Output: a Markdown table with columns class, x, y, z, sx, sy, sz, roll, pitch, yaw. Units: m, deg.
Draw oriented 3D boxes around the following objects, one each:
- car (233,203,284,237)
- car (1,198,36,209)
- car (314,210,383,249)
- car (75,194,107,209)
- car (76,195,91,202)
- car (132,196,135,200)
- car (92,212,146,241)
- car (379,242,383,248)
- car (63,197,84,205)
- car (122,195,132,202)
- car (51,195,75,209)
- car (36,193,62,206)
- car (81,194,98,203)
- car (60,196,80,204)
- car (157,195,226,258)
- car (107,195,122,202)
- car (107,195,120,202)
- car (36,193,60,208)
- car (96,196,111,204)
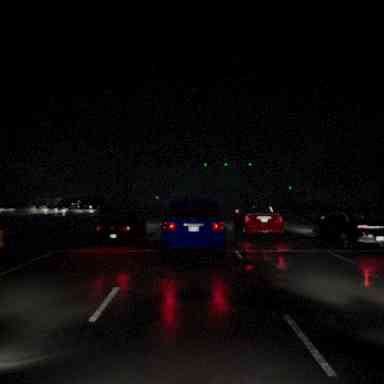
| class | x | y | z | sx | sy | sz | roll | pitch | yaw |
| --- | --- | --- | --- | --- | --- | --- | --- | --- | --- |
| car | 3.528 | 1.392 | 18.395 | 2.097 | 1.767 | 4.553 | 0 | 0 | 0 |
| car | -24.755 | 1.592 | 47.229 | 2.033 | 1.411 | 5.357 | 0 | 0 | 0 |
| car | 7.041 | 1.530 | 14.867 | 2.128 | 1.511 | 4.902 | 0 | 0 | 0 |
| car | -14.280 | 1.263 | 47.449 | 2.150 | 2.045 | 5.566 | 0 | 0 | -1 |
| car | -25.043 | 1.571 | 77.137 | 2.128 | 1.511 | 4.902 | 0 | 0 | -3 |
| car | -14.538 | 1.520 | 77.497 | 1.882 | 1.535 | 5.008 | 0 | 0 | -3 |
| car | -3.465 | 1.641 | 16.825 | 1.895 | 1.301 | 4.718 | 0 | 0 | 0 |
| car | 3.583 | 1.502 | 2.374 | 2.128 | 1.511 | 4.902 | 0 | 0 | 0 |
| car | -21.240 | 1.591 | 59.888 | 2.033 | 1.411 | 5.357 | 0 | 0 | 0 |
| car | -14.275 | 1.582 | 68.036 | 2.033 | 1.411 | 5.357 | 0 | 0 | 0 |
| car | -17.762 | 1.534 | 47.568 | 2.128 | 1.511 | 4.902 | 0 | 0 | 0 |
| car | -24.730 | 1.266 | 57.616 | 2.150 | 2.045 | 5.566 | 0 | 0 | 0 |
| car | -21.280 | 1.399 | 69.404 | 2.097 | 1.767 | 4.553 | 0 | 0 | 0 |
| car | -24.774 | 1.585 | 67.730 | 2.033 | 1.411 | 5.357 | 0 | 0 | 0 |
| car | 0.048 | 1.257 | 13.076 | 2.150 | 2.045 | 5.566 | 0 | 0 | 0 |
| car | -14.232 | 1.589 | 58.151 | 2.033 | 1.411 | 5.357 | 0 | 0 | 0 |
| car | -17.933 | 1.521 | 76.171 | 1.882 | 1.535 | 5.008 | 0 | 0 | -3 |
| car | -21.248 | 1.265 | 49.544 | 2.150 | 2.045 | 5.566 | 0 | 0 | 0 |
| car | -17.768 | 1.544 | 66.930 | 1.837 | 1.490 | 4.892 | 0 | 0 | 0 |
